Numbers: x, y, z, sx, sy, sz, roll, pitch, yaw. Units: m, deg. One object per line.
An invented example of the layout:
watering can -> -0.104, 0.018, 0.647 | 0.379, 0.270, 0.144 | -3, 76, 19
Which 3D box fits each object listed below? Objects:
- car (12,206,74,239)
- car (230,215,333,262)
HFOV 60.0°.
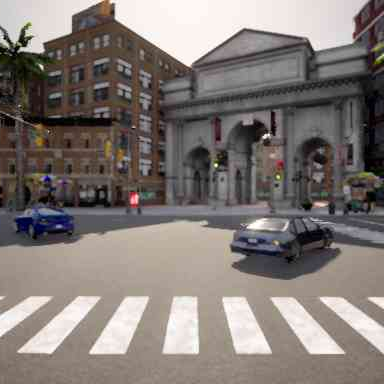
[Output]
car -> -7.973, 1.491, 17.669 | 1.882, 1.535, 5.008 | 1, -1, -42
car -> 3.491, 1.556, 12.241 | 2.033, 1.411, 5.357 | 0, 0, 40
